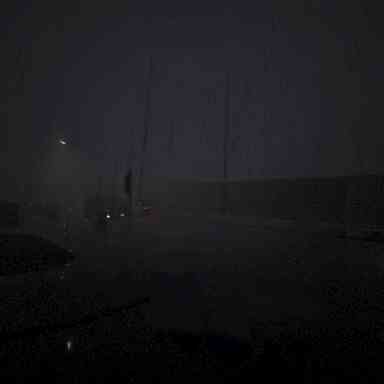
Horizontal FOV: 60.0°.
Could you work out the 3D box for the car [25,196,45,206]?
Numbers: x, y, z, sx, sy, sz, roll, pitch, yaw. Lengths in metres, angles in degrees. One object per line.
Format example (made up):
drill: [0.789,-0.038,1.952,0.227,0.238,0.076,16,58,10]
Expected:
car: [-22.652,1.350,48.019,2.097,1.767,4.553,0,0,-35]

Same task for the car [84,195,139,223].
car: [-6.380,1.221,25.048,2.150,2.045,5.566,0,0,-36]

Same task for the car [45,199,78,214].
car: [-13.537,1.492,35.095,2.128,1.511,4.902,0,0,-35]

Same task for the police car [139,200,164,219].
police car: [-4.493,1.509,29.463,2.038,1.542,4.974,0,0,-36]
